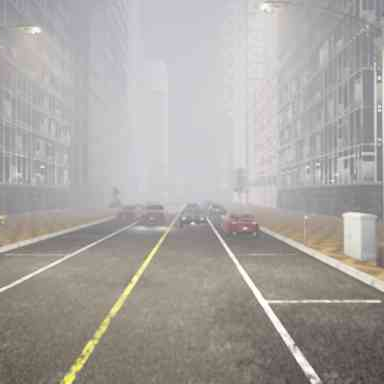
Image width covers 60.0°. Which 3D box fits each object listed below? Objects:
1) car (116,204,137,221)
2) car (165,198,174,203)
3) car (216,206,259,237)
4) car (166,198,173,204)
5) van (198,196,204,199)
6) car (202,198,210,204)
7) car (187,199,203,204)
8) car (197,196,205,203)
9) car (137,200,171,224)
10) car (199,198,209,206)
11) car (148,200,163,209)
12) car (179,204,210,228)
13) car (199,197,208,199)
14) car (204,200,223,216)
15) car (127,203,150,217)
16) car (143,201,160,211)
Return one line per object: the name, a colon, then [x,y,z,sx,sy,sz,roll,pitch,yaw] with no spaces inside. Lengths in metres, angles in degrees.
car: [-5.732,1.817,30.362,1.887,1.381,4.507,0,0,0]
car: [-5.812,2.269,87.288,2.008,1.369,4.403,0,0,0]
car: [2.665,1.720,18.983,1.887,1.381,4.507,0,-1,0]
car: [-5.804,2.202,81.424,1.752,1.417,4.829,0,0,0]
van: [2.601,1.891,64.523,1.690,1.788,3.998,0,0,0]
car: [2.625,1.980,47.443,1.947,1.339,4.313,0,0,0]
car: [0.041,1.927,41.238,1.994,1.385,4.181,0,0,0]
car: [2.562,2.075,92.982,2.192,1.841,5.009,0,0,0]
car: [-3.040,1.735,27.606,1.882,1.535,5.008,0,0,0]
car: [2.593,2.034,70.213,1.967,1.590,4.097,0,0,0]
car: [-5.764,2.026,53.132,1.947,1.339,4.313,0,0,0]
car: [0.065,1.823,24.404,1.895,1.301,4.718,0,0,0]
car: [2.609,2.072,58.827,1.947,1.339,4.313,0,0,0]
car: [2.641,1.886,36.059,1.947,1.339,4.313,0,0,0]
car: [-5.740,1.902,36.055,1.802,1.307,4.206,0,0,0]
car: [-5.756,1.959,47.440,1.887,1.381,4.507,0,0,0]
